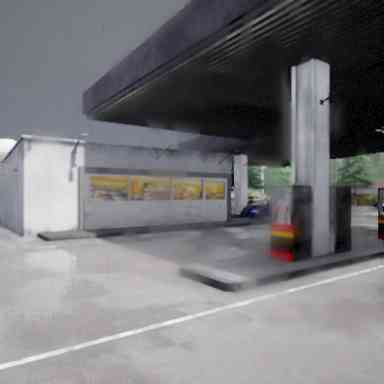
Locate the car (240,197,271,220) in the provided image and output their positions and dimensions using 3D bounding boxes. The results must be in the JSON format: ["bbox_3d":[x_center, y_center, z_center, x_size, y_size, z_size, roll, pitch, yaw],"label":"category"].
[{"bbox_3d":[6.427,1.546,29.619,4.611,1.667,2.242,0,0,-36],"label":"car"}]

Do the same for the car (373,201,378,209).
[{"bbox_3d":[25.214,1.447,41.462,2.128,1.511,4.902,0,1,-36],"label":"car"}]
